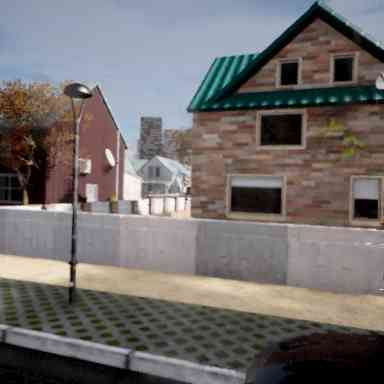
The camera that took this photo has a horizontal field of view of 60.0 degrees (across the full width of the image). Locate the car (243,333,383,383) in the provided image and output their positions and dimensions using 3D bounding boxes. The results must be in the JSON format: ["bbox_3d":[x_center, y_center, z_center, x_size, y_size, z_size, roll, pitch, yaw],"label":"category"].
[{"bbox_3d":[2.681,1.590,1.961,4.892,1.490,1.837,2,0,18],"label":"car"}]
